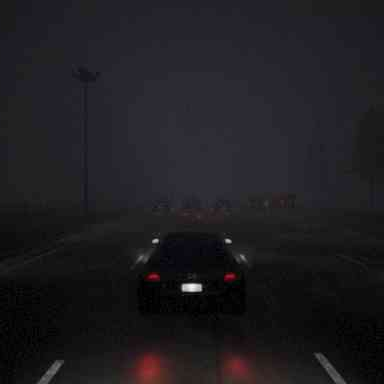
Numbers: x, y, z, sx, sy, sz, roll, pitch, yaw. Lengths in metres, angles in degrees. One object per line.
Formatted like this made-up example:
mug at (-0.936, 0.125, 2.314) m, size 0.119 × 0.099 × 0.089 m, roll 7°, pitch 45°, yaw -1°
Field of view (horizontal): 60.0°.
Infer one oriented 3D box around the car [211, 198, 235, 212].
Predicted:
car at (3.498, 1.488, 38.623) m, size 1.837 × 1.490 × 4.892 m, roll 0°, pitch 0°, yaw 0°

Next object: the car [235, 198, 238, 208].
car at (6.990, 1.527, 48.161) m, size 2.033 × 1.411 × 5.357 m, roll 0°, pitch 0°, yaw 0°

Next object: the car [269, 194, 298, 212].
car at (10.499, 1.205, 38.371) m, size 2.150 × 2.045 × 5.566 m, roll 0°, pitch 0°, yaw 0°

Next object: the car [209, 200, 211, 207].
car at (3.494, 1.580, 48.895) m, size 1.895 × 1.301 × 4.718 m, roll 0°, pitch 0°, yaw 0°

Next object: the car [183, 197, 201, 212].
car at (0.001, 1.335, 38.861) m, size 2.097 × 1.767 × 4.553 m, roll 0°, pitch 0°, yaw 0°

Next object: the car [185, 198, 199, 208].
car at (-0.003, 1.580, 49.133) m, size 1.895 × 1.301 × 4.718 m, roll 0°, pitch 0°, yaw 0°

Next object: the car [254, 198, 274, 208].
car at (10.494, 1.580, 48.872) m, size 1.895 × 1.301 × 4.718 m, roll 0°, pitch 0°, yaw 0°

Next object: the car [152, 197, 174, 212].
car at (-3.499, 1.488, 38.879) m, size 1.837 × 1.490 × 4.892 m, roll 0°, pitch 0°, yaw 0°

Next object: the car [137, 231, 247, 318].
car at (-0.002, 1.560, 7.539) m, size 1.994 × 1.385 × 4.181 m, roll 0°, pitch 0°, yaw 0°

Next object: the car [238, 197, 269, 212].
car at (6.998, 1.335, 38.421) m, size 2.097 × 1.767 × 4.553 m, roll 0°, pitch 0°, yaw 0°
